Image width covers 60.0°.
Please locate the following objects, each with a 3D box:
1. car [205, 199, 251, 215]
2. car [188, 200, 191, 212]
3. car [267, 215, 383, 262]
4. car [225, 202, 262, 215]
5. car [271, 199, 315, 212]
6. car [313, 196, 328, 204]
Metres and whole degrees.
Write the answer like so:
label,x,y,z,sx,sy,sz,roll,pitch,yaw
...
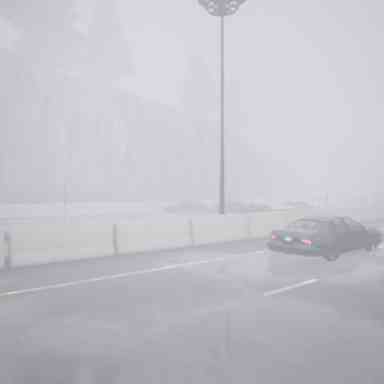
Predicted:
label,x,y,z,sx,sy,sz,roll,pitch,yaw
car,3.834,1.511,34.808,4.902,1.511,2.128,0,0,-44
car,-0.551,1.573,35.426,5.357,1.411,2.033,0,0,-43
car,5.007,1.550,12.190,5.357,1.411,2.033,0,0,-39
car,5.649,1.616,31.677,4.718,1.301,1.895,0,0,-44
car,9.148,1.488,30.214,5.008,1.535,1.882,0,0,-44
car,25.791,1.563,66.730,1.994,1.385,4.181,0,0,33
